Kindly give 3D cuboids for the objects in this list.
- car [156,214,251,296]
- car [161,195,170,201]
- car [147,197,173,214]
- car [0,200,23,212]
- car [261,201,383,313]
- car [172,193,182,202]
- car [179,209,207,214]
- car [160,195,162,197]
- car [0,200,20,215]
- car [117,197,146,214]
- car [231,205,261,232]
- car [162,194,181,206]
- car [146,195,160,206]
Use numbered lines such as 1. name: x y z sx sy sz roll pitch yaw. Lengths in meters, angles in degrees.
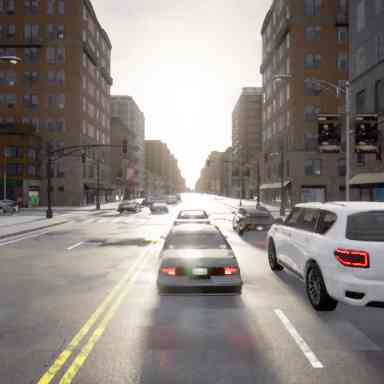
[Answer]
1. car: 0.082 1.547 8.786 2.033 1.411 5.357 0 0 -2
2. car: -6.562 1.448 82.436 1.837 1.490 4.892 0 0 0
3. car: -3.377 1.529 35.442 1.812 1.442 4.674 0 0 0
4. car: -22.152 1.577 38.303 4.313 1.339 1.947 0 0 0
5. car: 3.348 1.221 7.800 2.150 2.045 5.566 0 0 0
6. car: -3.301 1.210 69.870 2.150 2.045 5.566 0 0 0
7. car: 0.072 1.600 18.435 1.895 1.301 4.718 0 0 2
8. car: -6.567 1.339 67.475 2.097 1.767 4.553 0 0 0
9. car: -19.735 1.482 32.805 4.902 1.511 2.128 0 0 0
10. car: -6.624 1.555 35.853 2.033 1.411 5.357 0 0 0
11. car: 3.338 1.504 18.464 1.837 1.490 4.892 0 0 1
12. car: -3.379 1.483 55.233 2.128 1.511 4.902 0 0 0
13. car: -6.633 1.496 52.149 1.837 1.490 4.892 0 0 0
